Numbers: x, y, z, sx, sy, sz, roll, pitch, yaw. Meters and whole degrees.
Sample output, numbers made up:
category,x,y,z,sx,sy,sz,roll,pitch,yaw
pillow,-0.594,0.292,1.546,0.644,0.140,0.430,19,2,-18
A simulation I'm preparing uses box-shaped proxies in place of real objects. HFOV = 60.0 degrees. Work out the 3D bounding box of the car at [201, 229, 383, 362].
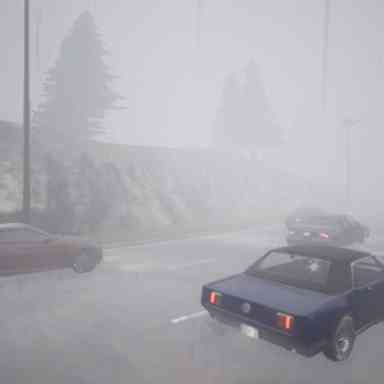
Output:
category,x,y,z,sx,sy,sz,roll,pitch,yaw
car,2.481,1.633,6.019,4.718,1.301,1.895,0,0,-41

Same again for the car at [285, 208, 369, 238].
category,x,y,z,sx,sy,sz,roll,pitch,yaw
car,5.949,1.621,14.216,2.033,1.411,5.357,0,0,42

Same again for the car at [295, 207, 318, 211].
category,x,y,z,sx,sy,sz,roll,pitch,yaw
car,7.735,1.679,21.766,1.994,1.385,4.181,0,0,40

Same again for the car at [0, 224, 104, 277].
category,x,y,z,sx,sy,sz,roll,pitch,yaw
car,-4.806,1.597,9.134,4.674,1.442,1.812,0,0,-37
